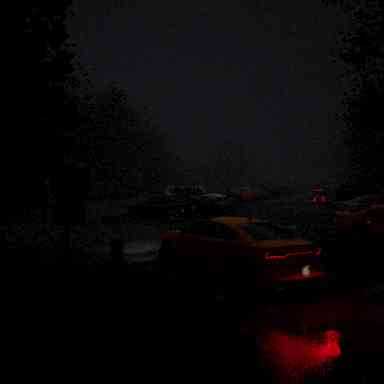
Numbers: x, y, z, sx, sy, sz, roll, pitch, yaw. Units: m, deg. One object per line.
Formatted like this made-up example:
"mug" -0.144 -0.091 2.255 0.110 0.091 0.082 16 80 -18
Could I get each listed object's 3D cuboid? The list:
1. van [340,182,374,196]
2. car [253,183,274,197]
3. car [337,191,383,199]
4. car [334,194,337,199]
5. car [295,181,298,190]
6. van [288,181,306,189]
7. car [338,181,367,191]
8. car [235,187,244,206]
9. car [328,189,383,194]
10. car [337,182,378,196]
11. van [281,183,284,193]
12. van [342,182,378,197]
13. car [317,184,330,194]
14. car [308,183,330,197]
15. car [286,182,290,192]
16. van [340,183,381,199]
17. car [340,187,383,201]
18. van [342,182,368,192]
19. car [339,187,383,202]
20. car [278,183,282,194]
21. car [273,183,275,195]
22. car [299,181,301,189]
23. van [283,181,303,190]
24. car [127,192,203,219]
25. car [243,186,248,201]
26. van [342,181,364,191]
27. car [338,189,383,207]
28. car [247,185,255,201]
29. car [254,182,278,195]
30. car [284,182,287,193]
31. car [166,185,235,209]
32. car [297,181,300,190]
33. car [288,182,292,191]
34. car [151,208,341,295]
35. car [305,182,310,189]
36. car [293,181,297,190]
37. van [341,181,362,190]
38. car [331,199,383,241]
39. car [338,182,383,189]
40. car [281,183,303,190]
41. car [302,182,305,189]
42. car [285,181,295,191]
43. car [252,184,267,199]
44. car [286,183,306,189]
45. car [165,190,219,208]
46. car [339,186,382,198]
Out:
"van" 24.557 -0.442 49.607 4.442 1.987 1.878 1 2 24
"car" 7.244 0.059 42.285 5.366 1.575 1.946 1 3 24
"car" 9.970 1.060 16.862 4.553 1.767 2.185 1 3 24
"car" 11.000 1.103 19.304 4.792 1.488 2.163 1 3 24
"car" 18.458 -0.885 67.655 4.892 1.521 2.231 1 2 24
"van" 28.604 -1.871 90.450 4.442 1.987 1.878 1 1 24
"car" 34.920 -1.301 72.405 5.566 2.045 2.435 1 2 24
"car" 1.549 0.634 29.642 5.366 1.575 1.946 1 3 24
"car" 13.131 0.835 24.413 5.366 1.575 1.946 1 3 24
"car" 25.775 -0.558 52.094 5.566 2.045 2.435 1 2 24
"van" 11.735 -0.555 52.417 4.442 1.987 1.878 1 2 24
"van" 23.633 -0.346 46.987 4.442 1.987 1.878 1 2 24
"car" 22.507 -0.485 56.807 1.882 1.535 5.008 1 2 24
"car" 18.281 -0.129 47.424 2.128 1.511 4.902 1 2 24
"car" 13.880 -0.487 57.546 4.792 1.488 2.163 1 2 24
"van" 21.148 -0.162 42.016 4.442 1.987 1.878 1 2 24
"car" 20.144 0.193 39.462 4.792 1.488 2.163 1 2 24
"van" 31.642 -0.996 64.773 4.442 1.987 1.878 1 2 24
"car" 19.061 0.293 37.057 4.792 1.488 2.163 1 3 24
"car" 10.516 -0.209 49.931 4.792 1.488 2.163 1 2 24
"car" 8.205 -0.044 44.885 4.892 1.521 2.231 1 3 24
"car" 20.714 -1.197 72.721 4.553 1.767 2.185 1 2 24
"van" 25.193 -1.668 82.872 4.442 1.987 1.878 1 2 24
"car" -2.064 1.012 22.144 4.792 1.488 2.163 1 3 24
"car" 2.525 0.518 32.245 4.892 1.521 2.231 1 3 24
"van" 36.189 -1.365 74.871 4.442 1.987 1.878 1 2 24
"car" 16.684 0.521 31.919 4.792 1.488 2.163 1 3 24
"car" 3.489 0.395 34.852 5.366 1.575 1.946 1 3 24
"car" 9.380 -0.269 47.398 4.553 1.767 2.185 1 2 24
"car" 12.741 -0.395 55.016 4.792 1.488 2.163 1 2 24
"car" 0.266 0.500 27.166 5.566 2.045 2.435 1 3 24
"car" 19.434 -0.985 70.258 5.366 1.575 1.946 1 2 24
"car" 15.020 -0.580 60.076 4.792 1.488 2.163 1 2 24
"car" 0.921 1.371 8.558 1.882 1.535 5.008 2 -1 -31
"car" 26.465 -1.784 85.342 5.566 2.045 2.435 1 2 24
"car" 17.331 -0.793 65.120 4.892 1.521 2.231 1 2 24
"van" 38.253 -1.554 80.023 4.442 1.987 1.878 1 2 24
"car" 8.799 1.301 14.358 5.008 1.535 2.097 1 3 24
"car" 15.599 0.358 29.361 5.566 2.045 2.435 1 3 24
"car" 24.163 -1.308 80.303 4.674 1.452 2.002 1 2 24
"car" 23.016 -1.256 77.775 5.008 1.535 2.097 1 2 24
"car" 16.017 -0.707 62.669 5.366 1.575 1.946 1 2 24
"car" 5.817 0.159 40.020 5.366 1.575 1.946 1 3 24
"car" 27.594 -1.566 87.859 4.792 1.488 2.163 1 2 24
"car" -0.893 0.867 24.658 5.008 1.535 2.097 1 3 24
"car" 22.395 -0.030 44.517 5.008 1.535 2.097 1 2 24
